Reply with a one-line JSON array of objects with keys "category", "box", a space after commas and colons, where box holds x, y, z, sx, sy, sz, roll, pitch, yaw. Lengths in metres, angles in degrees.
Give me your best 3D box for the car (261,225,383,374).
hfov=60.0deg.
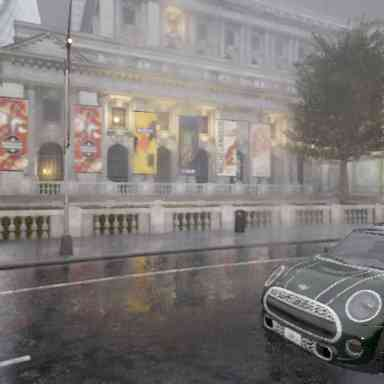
[{"category": "car", "box": [3.382, 1.375, 5.534, 4.553, 1.767, 2.097, 0, 0, -26]}]
